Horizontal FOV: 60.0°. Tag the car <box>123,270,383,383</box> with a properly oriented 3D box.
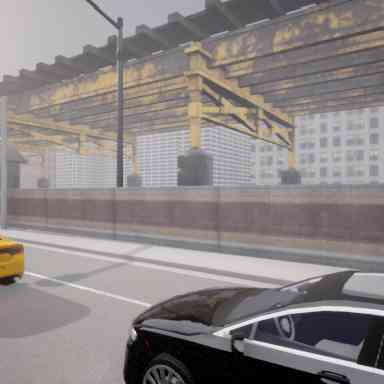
[{"bbox_3d":[1.489,1.504,2.931,4.902,1.511,2.128,0,0,36],"label":"car"}]

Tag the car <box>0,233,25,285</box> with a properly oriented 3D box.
[{"bbox_3d":[-6.190,1.502,8.367,5.008,1.535,1.882,0,0,36],"label":"car"}]
